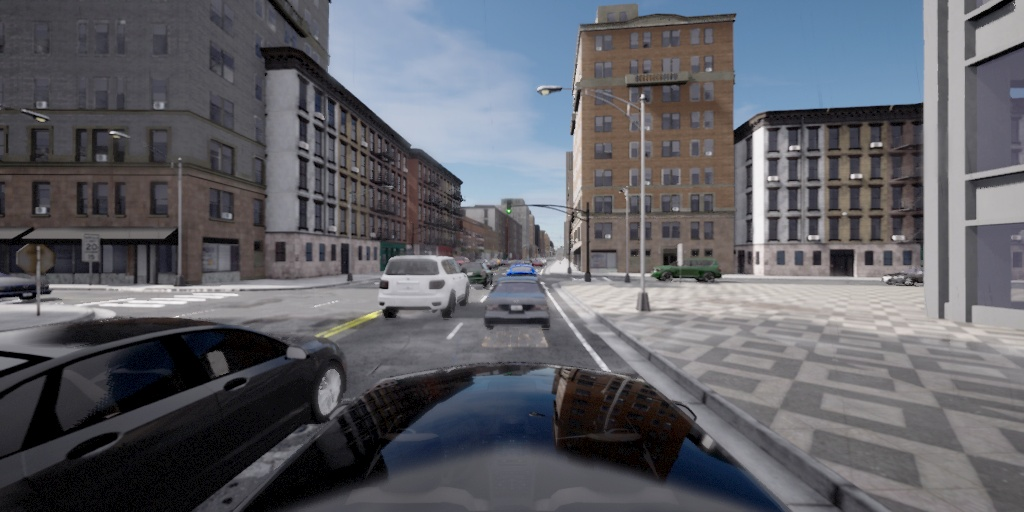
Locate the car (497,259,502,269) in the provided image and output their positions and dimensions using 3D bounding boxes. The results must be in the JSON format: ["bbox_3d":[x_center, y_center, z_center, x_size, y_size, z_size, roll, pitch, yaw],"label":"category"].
[{"bbox_3d":[-3.351,1.367,56.588,2.128,1.511,4.902,0,0,7],"label":"car"}]

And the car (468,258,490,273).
[{"bbox_3d":[-4.282,1.220,47.753,2.097,1.767,4.553,0,0,6],"label":"car"}]

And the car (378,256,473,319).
[{"bbox_3d":[-2.948,1.008,13.062,2.150,2.045,5.566,0,0,1],"label":"car"}]

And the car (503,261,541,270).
[{"bbox_3d":[0.670,1.293,23.094,1.882,1.535,5.008,0,0,2],"label":"car"}]

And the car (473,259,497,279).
[{"bbox_3d":[-2.501,1.171,24.660,2.097,1.767,4.553,0,0,3],"label":"car"}]

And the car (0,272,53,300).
[{"bbox_3d":[-22.488,1.177,14.642,5.357,1.411,2.033,1,0,-1],"label":"car"}]

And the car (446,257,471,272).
[{"bbox_3d":[-7.341,1.093,49.819,2.150,2.045,5.566,0,0,4],"label":"car"}]

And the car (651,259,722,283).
[{"bbox_3d":[14.982,1.248,30.942,5.566,2.045,2.150,0,0,8],"label":"car"}]

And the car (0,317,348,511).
[{"bbox_3d":[-3.116,1.258,2.876,1.837,1.490,4.892,0,0,0],"label":"car"}]

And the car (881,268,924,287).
[{"bbox_3d":[32.610,1.691,28.589,4.902,1.511,2.128,1,0,8],"label":"car"}]

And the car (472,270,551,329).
[{"bbox_3d":[0.208,1.328,11.351,2.033,1.411,5.357,0,0,2],"label":"car"}]
